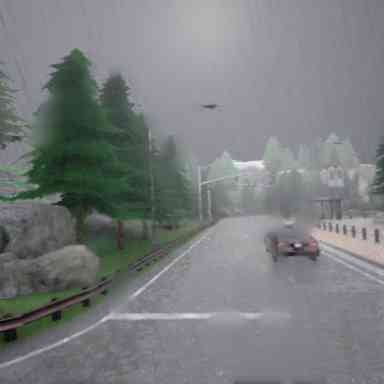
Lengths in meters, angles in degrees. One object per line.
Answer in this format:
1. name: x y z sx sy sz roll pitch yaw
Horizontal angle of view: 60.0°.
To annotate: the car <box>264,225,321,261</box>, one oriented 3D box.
1. car: 4.463 2.241 15.390 2.033 1.411 5.357 -3 -3 8
